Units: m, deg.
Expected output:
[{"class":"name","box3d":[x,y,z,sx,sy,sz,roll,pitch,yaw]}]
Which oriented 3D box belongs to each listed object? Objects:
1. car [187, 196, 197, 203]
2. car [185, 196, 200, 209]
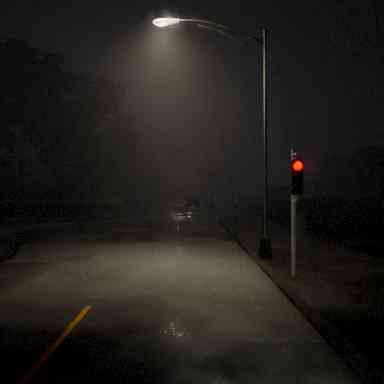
[{"class":"car","box3d":[-0.055,1.540,72.182,2.033,1.411,5.357,0,0,0]},{"class":"car","box3d":[0.062,1.505,45.838,1.837,1.490,4.892,0,0,0]}]
